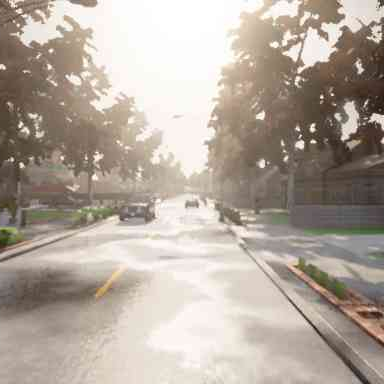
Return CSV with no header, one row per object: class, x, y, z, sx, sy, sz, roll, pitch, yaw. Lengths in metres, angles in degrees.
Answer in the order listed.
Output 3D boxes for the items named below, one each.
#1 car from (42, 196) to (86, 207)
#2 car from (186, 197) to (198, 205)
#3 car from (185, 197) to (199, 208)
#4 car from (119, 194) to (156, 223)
car,-16.632,1.268,43.383,5.357,1.415,2.033,0,0,0
car,0.008,1.489,56.543,1.994,1.385,4.181,0,0,0
car,0.007,1.502,46.507,1.994,1.385,4.181,0,0,0
car,-4.092,1.188,25.696,2.150,2.045,5.566,0,0,0
